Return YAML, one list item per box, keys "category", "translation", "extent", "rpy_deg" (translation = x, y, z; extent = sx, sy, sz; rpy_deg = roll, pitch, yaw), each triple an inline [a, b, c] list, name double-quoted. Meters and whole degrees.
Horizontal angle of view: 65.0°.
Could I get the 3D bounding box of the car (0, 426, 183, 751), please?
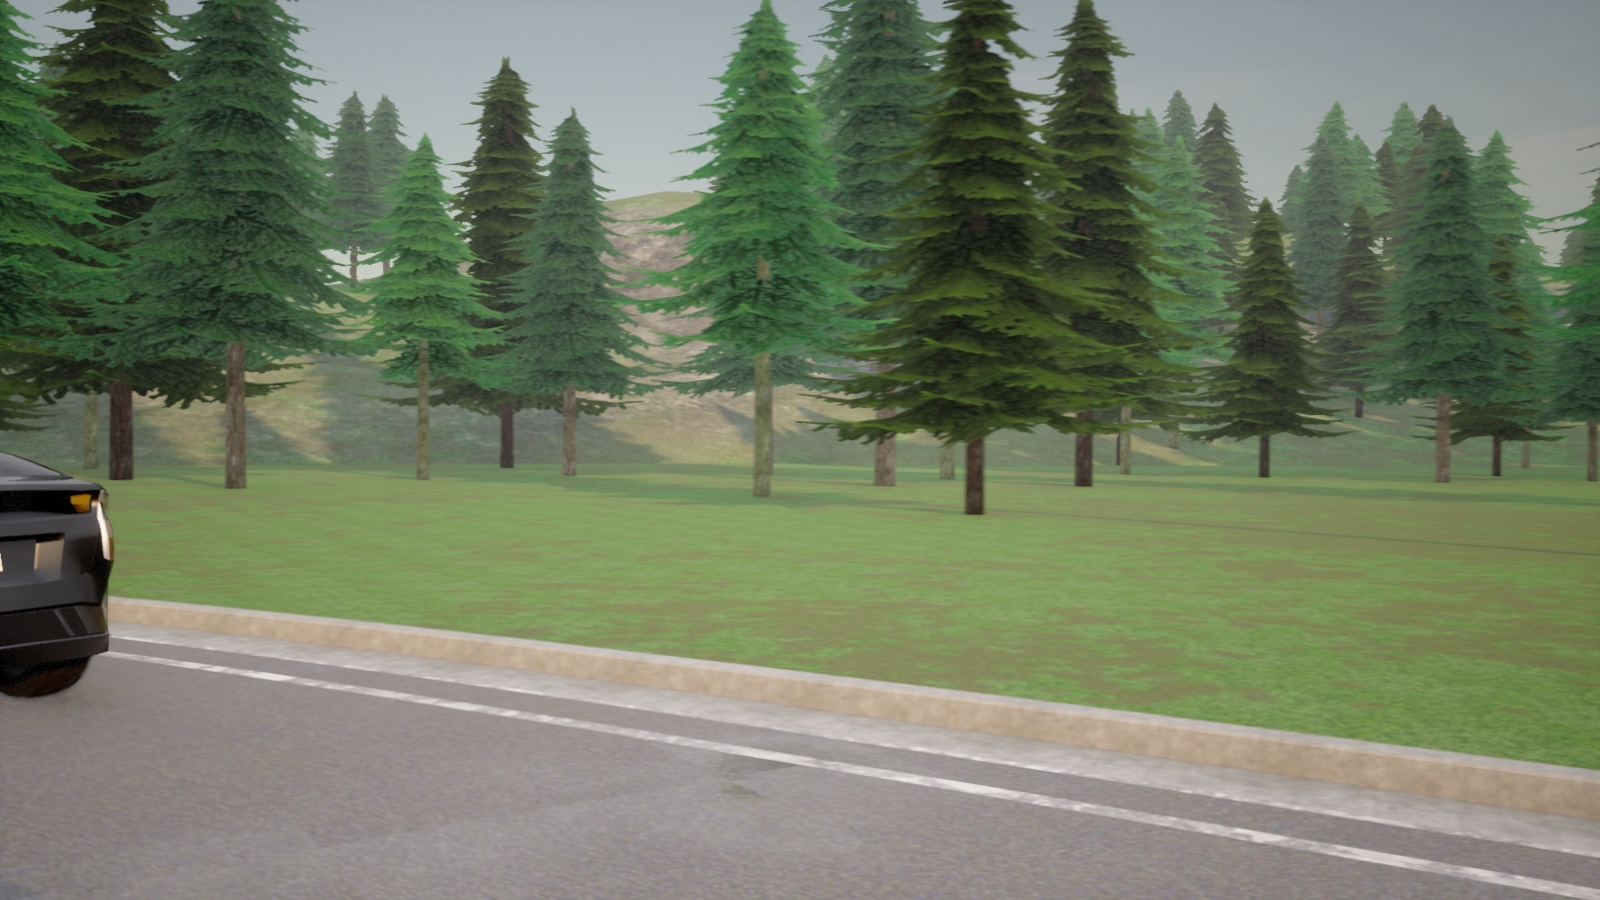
- category: "car"
  translation: [-5.789, 0.662, 6.875]
  extent: [4.514, 1.525, 2.007]
  rpy_deg: [0, 1, 27]
